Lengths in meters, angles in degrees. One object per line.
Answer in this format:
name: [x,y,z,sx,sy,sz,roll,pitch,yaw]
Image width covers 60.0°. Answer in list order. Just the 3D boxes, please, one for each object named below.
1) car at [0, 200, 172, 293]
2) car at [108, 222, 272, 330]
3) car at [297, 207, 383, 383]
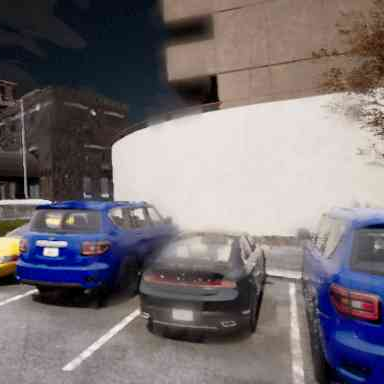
car: [-1.925,1.252,8.809,2.435,2.045,5.566,0,-1,15]
car: [0.513,1.502,7.034,2.231,1.521,4.892,0,-1,16]
car: [2.969,1.248,5.305,2.435,2.045,5.566,0,-1,16]
